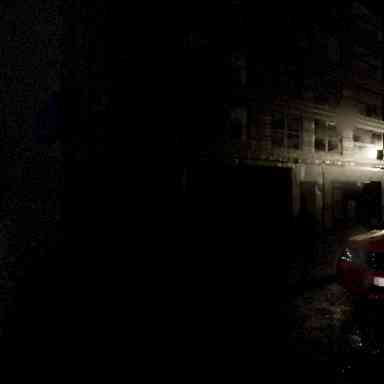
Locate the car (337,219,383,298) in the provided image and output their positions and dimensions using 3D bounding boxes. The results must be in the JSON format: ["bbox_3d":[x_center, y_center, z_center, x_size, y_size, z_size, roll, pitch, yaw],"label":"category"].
[{"bbox_3d":[5.532,1.188,7.324,5.566,2.045,2.150,0,0,-35],"label":"car"}]
